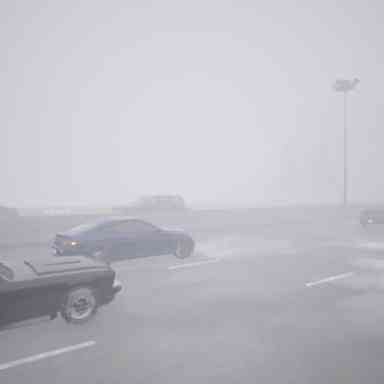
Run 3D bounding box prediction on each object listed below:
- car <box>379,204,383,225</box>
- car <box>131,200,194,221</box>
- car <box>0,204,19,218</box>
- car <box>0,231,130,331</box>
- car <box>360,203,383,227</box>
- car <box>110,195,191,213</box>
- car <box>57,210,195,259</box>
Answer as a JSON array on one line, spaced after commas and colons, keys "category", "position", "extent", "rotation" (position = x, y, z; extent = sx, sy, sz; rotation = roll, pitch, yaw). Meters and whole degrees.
[{"category": "car", "position": [11.387, 1.469, 16.173], "extent": [5.008, 1.535, 1.882], "rotation": [0, 0, -36]}, {"category": "car", "position": [-2.422, 1.471, 27.952], "extent": [5.008, 1.535, 1.882], "rotation": [0, 0, -35]}, {"category": "car", "position": [-14.986, 1.475, 23.382], "extent": [5.008, 1.535, 1.882], "rotation": [0, 0, -35]}, {"category": "car", "position": [-3.637, 1.600, 5.450], "extent": [4.718, 1.301, 1.895], "rotation": [0, 0, -36]}, {"category": "car", "position": [12.691, 1.495, 21.405], "extent": [4.892, 1.490, 1.837], "rotation": [0, 0, -36]}, {"category": "car", "position": [-2.925, 1.217, 23.325], "extent": [5.566, 2.045, 2.150], "rotation": [0, 0, -35]}, {"category": "car", "position": [-2.068, 1.523, 10.872], "extent": [4.674, 1.442, 1.812], "rotation": [0, 0, -36]}]
